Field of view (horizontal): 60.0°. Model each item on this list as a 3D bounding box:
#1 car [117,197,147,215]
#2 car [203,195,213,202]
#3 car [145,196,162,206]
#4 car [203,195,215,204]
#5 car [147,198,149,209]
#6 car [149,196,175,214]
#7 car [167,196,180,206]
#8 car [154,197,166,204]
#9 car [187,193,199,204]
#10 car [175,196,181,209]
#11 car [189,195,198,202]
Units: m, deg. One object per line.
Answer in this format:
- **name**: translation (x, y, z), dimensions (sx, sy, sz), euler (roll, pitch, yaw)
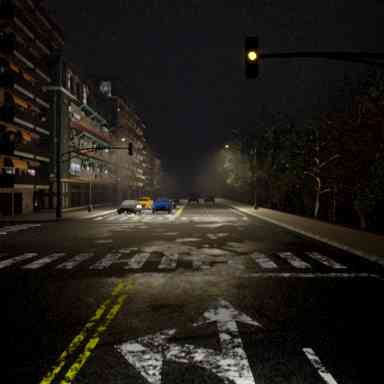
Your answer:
- **car**: translation (-6.444, 1.551, 34.935), dimensions (2.033, 1.411, 5.357), euler (0, 0, 0)
- **car**: translation (3.576, 1.497, 76.514), dimensions (2.033, 1.411, 5.357), euler (0, 0, 0)
- **car**: translation (-6.270, 1.504, 54.728), dimensions (2.128, 1.511, 4.902), euler (0, 0, 0)
- **car**: translation (3.531, 1.524, 66.094), dimensions (1.837, 1.490, 4.892), euler (0, 0, 0)
- **car**: translation (-6.362, 1.485, 44.588), dimensions (1.882, 1.535, 5.008), euler (0, 0, 1)
- **car**: translation (-3.186, 1.482, 36.374), dimensions (1.882, 1.535, 5.008), euler (0, 0, 1)
- **car**: translation (-3.014, 1.518, 55.916), dimensions (1.837, 1.490, 4.892), euler (0, 0, 0)
- **car**: translation (-6.224, 1.620, 65.052), dimensions (1.895, 1.301, 4.718), euler (0, 0, 0)
- **car**: translation (0.281, 1.241, 66.140), dimensions (2.150, 2.045, 5.566), euler (0, 0, 0)
- **car**: translation (-3.099, 1.499, 45.855), dimensions (2.128, 1.511, 4.902), euler (0, 0, 1)
- **car**: translation (0.327, 1.482, 76.529), dimensions (2.128, 1.511, 4.902), euler (0, 0, 0)
